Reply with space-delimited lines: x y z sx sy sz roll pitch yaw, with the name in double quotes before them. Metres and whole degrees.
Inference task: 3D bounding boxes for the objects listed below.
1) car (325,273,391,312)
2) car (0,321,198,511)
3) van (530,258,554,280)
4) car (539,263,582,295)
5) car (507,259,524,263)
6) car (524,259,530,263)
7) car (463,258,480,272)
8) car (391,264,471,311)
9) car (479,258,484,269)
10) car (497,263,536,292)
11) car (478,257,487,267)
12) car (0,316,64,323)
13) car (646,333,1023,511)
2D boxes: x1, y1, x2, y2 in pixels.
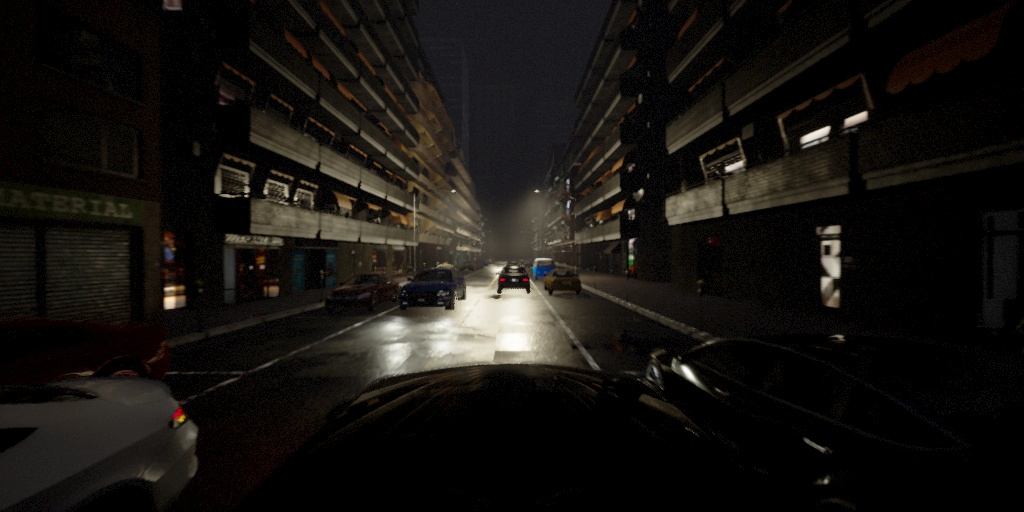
"car" -5.688 1.338 14.199 1.802 1.307 4.207 0 0 0
"car" -3.071 1.276 0.577 1.812 1.442 4.674 0 0 0
"van" 2.699 1.107 30.754 1.690 1.789 3.998 0 0 0
"car" 2.695 1.284 19.877 1.751 1.417 4.829 0 0 0
"car" 0.117 1.271 47.961 2.128 1.511 4.902 0 0 0
"car" 2.707 1.334 52.847 2.007 1.370 4.403 0 0 0
"car" -5.676 1.345 47.339 1.948 1.339 4.313 0 0 0
"car" -3.061 1.234 14.648 1.882 1.535 5.008 0 0 0
"car" -5.674 1.329 52.863 1.888 1.381 4.507 0 0 0
"car" 0.104 1.307 21.132 2.033 1.411 5.357 0 0 0
"car" -5.673 1.334 58.387 1.888 1.381 4.507 0 0 0
"car" -5.692 1.296 3.152 1.888 1.381 4.507 0 0 0
"car" 2.689 1.316 3.137 1.948 1.339 4.313 0 0 0
